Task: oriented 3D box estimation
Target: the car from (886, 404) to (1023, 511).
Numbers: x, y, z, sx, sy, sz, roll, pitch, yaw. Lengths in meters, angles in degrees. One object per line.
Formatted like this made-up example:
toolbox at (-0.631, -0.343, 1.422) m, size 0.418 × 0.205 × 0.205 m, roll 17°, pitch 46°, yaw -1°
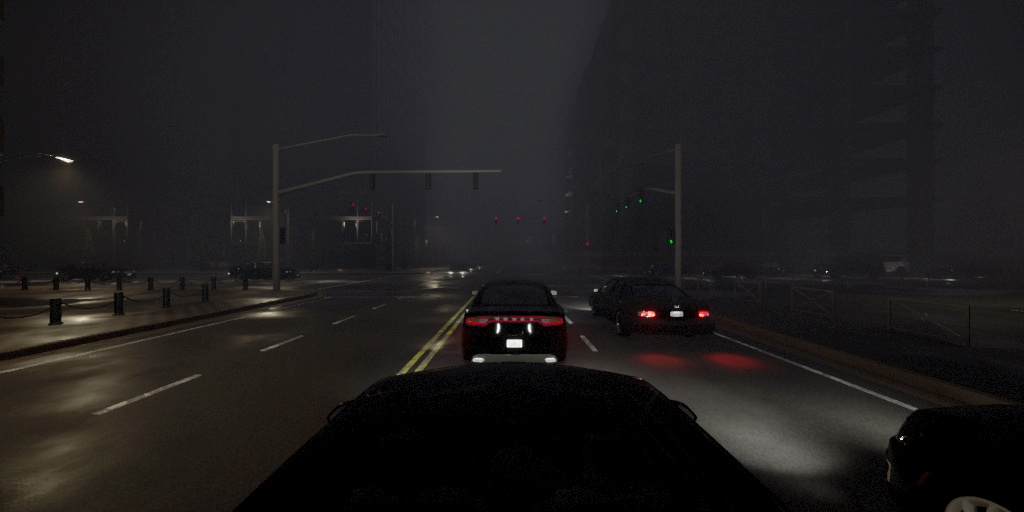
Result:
car at (3.600, 1.255, 0.511) m, size 1.837 × 1.490 × 4.892 m, roll 0°, pitch 0°, yaw 0°

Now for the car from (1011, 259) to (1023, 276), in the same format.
car at (46.763, 1.048, 35.055) m, size 4.553 × 1.767 × 2.097 m, roll 0°, pitch 0°, yaw 2°

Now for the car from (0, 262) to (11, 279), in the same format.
car at (-42.272, 1.295, 27.516) m, size 4.718 × 1.301 × 1.895 m, roll 0°, pitch 0°, yaw 1°

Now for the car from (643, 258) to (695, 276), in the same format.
car at (15.230, 1.046, 35.031) m, size 4.553 × 1.767 × 2.097 m, roll 0°, pitch 0°, yaw 0°

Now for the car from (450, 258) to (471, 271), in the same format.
car at (-7.093, 1.227, 48.512) m, size 1.882 × 1.535 × 5.008 m, roll 0°, pitch 0°, yaw 0°

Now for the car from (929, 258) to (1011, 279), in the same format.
car at (39.912, 1.172, 31.575) m, size 5.008 × 1.535 × 1.882 m, roll 0°, pitch 0°, yaw 0°

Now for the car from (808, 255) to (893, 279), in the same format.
car at (29.420, 0.916, 31.558) m, size 5.566 × 2.045 × 2.150 m, roll 0°, pitch 0°, yaw 0°

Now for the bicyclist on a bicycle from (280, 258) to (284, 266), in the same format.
bicyclist on a bicycle at (-25.408, 0.995, 39.334) m, size 0.582 × 1.620 × 1.656 m, roll 0°, pitch 0°, yaw 0°

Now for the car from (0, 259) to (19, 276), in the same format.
car at (-51.177, 1.046, 34.783) m, size 4.553 × 1.767 × 2.097 m, roll 0°, pitch 0°, yaw 1°

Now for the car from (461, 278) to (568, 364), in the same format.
car at (0.055, 1.228, 8.124) m, size 1.882 × 1.535 × 5.008 m, roll 0°, pitch 0°, yaw 0°

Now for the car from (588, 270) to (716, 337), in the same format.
car at (3.571, 1.297, 10.248) m, size 2.033 × 1.411 × 5.357 m, roll 0°, pitch 0°, yaw 0°

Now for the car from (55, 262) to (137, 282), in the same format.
car at (-31.684, 1.187, 27.408) m, size 4.902 × 1.511 × 2.128 m, roll 0°, pitch 0°, yaw 0°

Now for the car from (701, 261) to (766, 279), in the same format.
car at (19.154, 1.220, 31.503) m, size 4.674 × 1.442 × 1.812 m, roll 0°, pitch 0°, yaw 0°

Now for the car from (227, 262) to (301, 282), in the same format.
car at (-18.851, 1.186, 27.405) m, size 4.902 × 1.511 × 2.128 m, roll 0°, pitch 0°, yaw -1°

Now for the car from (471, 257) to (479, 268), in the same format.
car at (-7.081, 1.297, 59.025) m, size 2.033 × 1.411 × 5.357 m, roll 0°, pitch 0°, yaw 0°

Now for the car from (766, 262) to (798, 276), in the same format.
car at (24.698, 1.242, 35.044) m, size 5.357 × 1.411 × 2.033 m, roll 0°, pitch 0°, yaw 0°

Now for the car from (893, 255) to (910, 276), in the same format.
car at (35.393, 0.916, 35.075) m, size 5.566 × 2.045 × 2.150 m, roll 0°, pitch 0°, yaw 0°
